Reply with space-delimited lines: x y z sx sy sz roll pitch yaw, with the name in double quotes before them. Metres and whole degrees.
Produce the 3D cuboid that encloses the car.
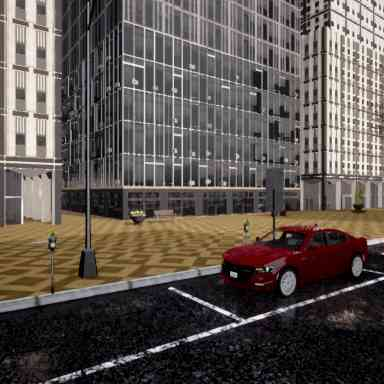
"car" 2.730 1.545 8.516 4.507 1.381 1.887 0 0 -36
